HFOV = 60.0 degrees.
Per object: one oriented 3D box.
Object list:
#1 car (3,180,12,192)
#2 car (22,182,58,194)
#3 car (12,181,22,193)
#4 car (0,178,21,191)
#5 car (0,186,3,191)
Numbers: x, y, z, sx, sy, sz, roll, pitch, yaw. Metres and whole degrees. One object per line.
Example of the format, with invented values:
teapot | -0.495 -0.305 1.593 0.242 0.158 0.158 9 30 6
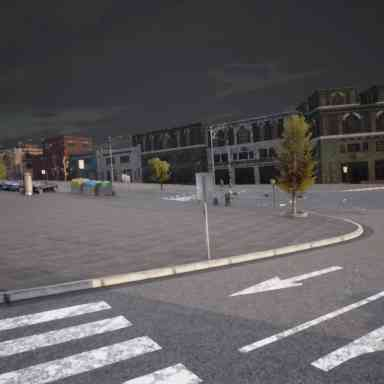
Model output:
car | -26.741 -0.863 52.655 2.002 1.452 4.674 0 6 16
car | -21.981 -0.611 49.136 2.163 1.488 4.792 1 6 17
car | -24.343 -0.775 50.924 2.231 1.521 4.892 1 6 17
car | -31.575 -1.269 56.006 2.185 1.767 4.553 0 6 15
car | -29.139 -1.028 54.365 2.097 1.535 5.008 1 6 16
